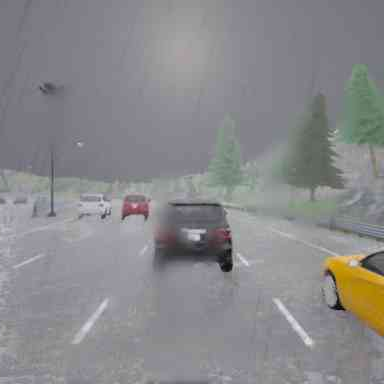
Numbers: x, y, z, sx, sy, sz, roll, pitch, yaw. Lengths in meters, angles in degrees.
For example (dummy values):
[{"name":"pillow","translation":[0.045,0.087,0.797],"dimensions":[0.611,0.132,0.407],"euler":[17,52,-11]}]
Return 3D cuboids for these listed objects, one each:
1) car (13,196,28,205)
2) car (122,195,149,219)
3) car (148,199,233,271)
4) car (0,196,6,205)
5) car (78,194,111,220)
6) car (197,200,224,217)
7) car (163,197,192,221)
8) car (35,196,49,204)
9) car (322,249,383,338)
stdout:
[{"name":"car","translation":[-29.883,1.471,58.136],"dimensions":[1.837,1.490,4.892],"euler":[0,0,-18]},{"name":"car","translation":[-4.840,1.226,28.823],"dimensions":[2.150,2.045,5.566],"euler":[0,0,-7]},{"name":"car","translation":[-0.001,1.226,11.038],"dimensions":[2.150,2.045,5.566],"euler":[0,0,-1]},{"name":"car","translation":[-33.143,1.484,56.848],"dimensions":[2.128,1.511,4.902],"euler":[0,0,-18]},{"name":"car","translation":[-8.361,1.223,28.790],"dimensions":[2.150,2.045,5.566],"euler":[0,0,-8]},{"name":"car","translation":[1.709,1.535,32.334],"dimensions":[1.812,1.442,4.674],"euler":[0,0,-8]},{"name":"car","translation":[-1.273,1.357,27.972],"dimensions":[2.097,1.767,4.553],"euler":[0,0,-7]},{"name":"car","translation":[-26.032,1.484,57.679],"dimensions":[2.128,1.511,4.902],"euler":[0,0,-18]},{"name":"car","translation":[3.568,1.482,4.758],"dimensions":[1.882,1.535,5.008],"euler":[0,0,-1]}]
